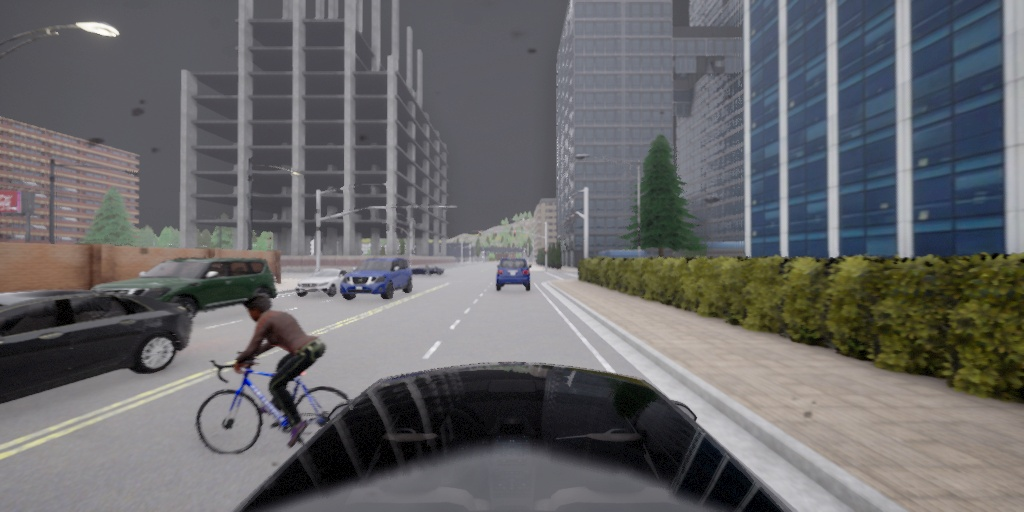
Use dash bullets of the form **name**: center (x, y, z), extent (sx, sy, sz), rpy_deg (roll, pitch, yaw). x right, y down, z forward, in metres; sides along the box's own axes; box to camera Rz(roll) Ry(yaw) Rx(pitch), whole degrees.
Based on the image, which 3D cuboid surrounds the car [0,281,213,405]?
- **car**: center (-7.090, 1.281, 4.888), extent (1.837, 1.490, 4.892), rpy_deg (0, -1, 0)

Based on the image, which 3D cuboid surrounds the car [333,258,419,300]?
- **car**: center (-6.970, 1.120, 19.167), extent (2.150, 2.045, 5.566), rpy_deg (0, 0, 0)

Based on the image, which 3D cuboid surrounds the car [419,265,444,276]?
- **car**: center (-10.396, 1.707, 43.003), extent (4.718, 1.301, 1.895), rpy_deg (0, -1, 35)

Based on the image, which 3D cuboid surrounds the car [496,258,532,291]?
- **car**: center (0.132, 1.164, 23.899), extent (2.150, 2.045, 5.566), rpy_deg (0, 0, 2)

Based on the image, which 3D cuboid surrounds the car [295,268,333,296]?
- **car**: center (-10.452, 1.441, 20.746), extent (1.812, 1.442, 4.674), rpy_deg (0, 0, 0)

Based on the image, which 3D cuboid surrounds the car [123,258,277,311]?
- **car**: center (-10.551, 1.062, 12.136), extent (2.150, 2.045, 5.566), rpy_deg (0, -1, 0)

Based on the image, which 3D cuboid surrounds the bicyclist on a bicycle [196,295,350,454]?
- **bicyclist on a bicycle**: center (-2.407, 1.220, 3.652), extent (1.656, 1.620, 0.582), rpy_deg (-2, -1, 0)
